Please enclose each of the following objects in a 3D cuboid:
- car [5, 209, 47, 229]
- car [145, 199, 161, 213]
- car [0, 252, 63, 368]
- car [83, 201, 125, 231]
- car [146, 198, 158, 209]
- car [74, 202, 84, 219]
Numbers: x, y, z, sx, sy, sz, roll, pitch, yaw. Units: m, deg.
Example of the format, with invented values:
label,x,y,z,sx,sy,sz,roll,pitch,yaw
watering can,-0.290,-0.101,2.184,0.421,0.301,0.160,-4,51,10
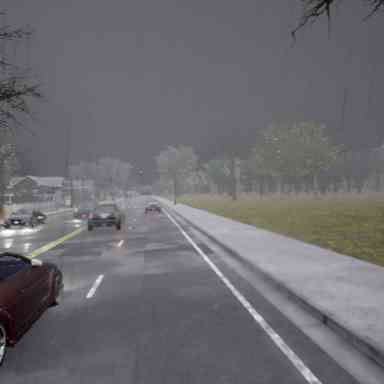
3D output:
label,x,y,z,sx,sy,sz,roll,pitch,yaw
car,-12.945,2.039,26.074,1.994,1.385,4.181,-2,0,-7
car,-4.724,1.778,40.384,1.812,1.442,4.674,-2,0,-7
car,-3.614,1.693,5.555,1.994,1.385,4.181,-2,0,-7
car,-5.824,1.596,23.086,2.097,1.767,4.553,-2,0,-7
car,-6.562,1.849,54.462,1.837,1.490,4.892,-2,0,-7
car,-10.714,1.778,34.331,2.097,1.767,4.553,-2,0,-7
